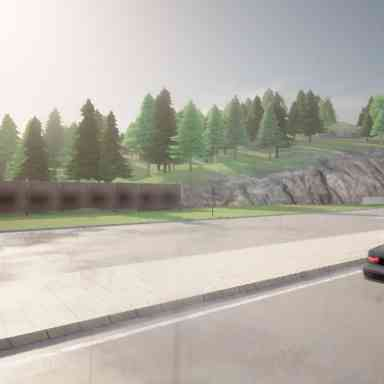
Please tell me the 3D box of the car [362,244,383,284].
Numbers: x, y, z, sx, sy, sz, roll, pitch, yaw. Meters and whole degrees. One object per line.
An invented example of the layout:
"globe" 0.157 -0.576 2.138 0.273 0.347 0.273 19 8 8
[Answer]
"car" 6.359 1.547 8.282 5.357 1.411 2.033 0 0 -36
